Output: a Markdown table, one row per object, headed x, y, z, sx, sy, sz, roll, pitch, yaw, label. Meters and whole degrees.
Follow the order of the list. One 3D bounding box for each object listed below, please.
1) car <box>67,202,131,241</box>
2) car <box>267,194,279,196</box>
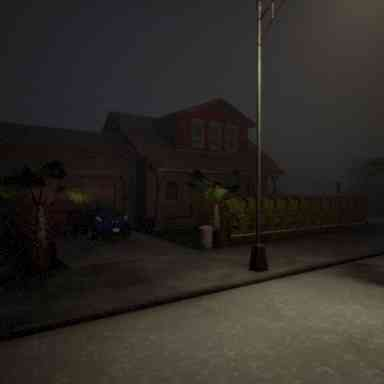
| x | y | z | sx | sy | sz | roll | pitch | yaw | label |
| --- | --- | --- | --- | --- | --- | --- | --- | --- | --- |
| -4.106 | 1.182 | 14.540 | 1.845 | 1.501 | 3.633 | 0 | 0 | -38 | car |
| 8.307 | 1.263 | 34.590 | 2.150 | 2.045 | 5.566 | 0 | 0 | -35 | car |
